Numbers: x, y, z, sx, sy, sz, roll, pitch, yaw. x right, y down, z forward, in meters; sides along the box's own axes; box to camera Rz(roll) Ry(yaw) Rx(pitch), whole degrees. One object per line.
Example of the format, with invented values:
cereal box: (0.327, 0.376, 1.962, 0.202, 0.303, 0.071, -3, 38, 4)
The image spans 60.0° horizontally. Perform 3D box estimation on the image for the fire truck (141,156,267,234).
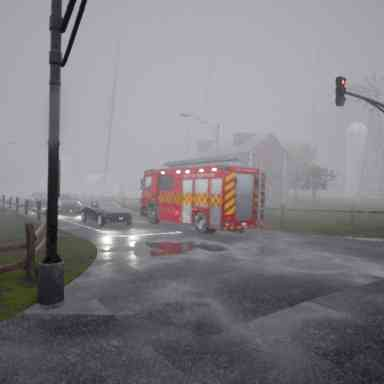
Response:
fire truck: (0.177, 0.182, 19.174, 2.891, 3.827, 8.468, 1, 0, -35)

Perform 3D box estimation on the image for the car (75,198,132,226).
car: (-5.444, 1.189, 20.819, 1.882, 1.535, 5.008, 1, 0, -35)

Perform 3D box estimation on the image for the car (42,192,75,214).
car: (-11.129, 0.934, 28.832, 2.097, 1.767, 4.553, 1, 0, -35)

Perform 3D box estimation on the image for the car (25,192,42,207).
car: (-17.661, 0.787, 38.052, 2.097, 1.767, 4.553, 1, 0, -35)
